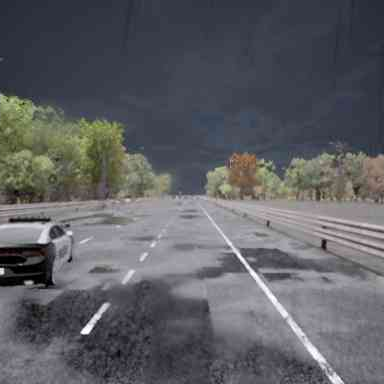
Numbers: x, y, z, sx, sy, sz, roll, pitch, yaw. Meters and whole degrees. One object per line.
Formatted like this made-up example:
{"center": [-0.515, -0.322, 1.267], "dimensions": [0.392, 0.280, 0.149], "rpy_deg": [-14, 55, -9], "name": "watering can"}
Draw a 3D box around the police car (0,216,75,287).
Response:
{"center": [-4.613, 1.530, 9.587], "dimensions": [1.930, 1.638, 5.238], "rpy_deg": [0, -1, -11], "name": "police car"}
